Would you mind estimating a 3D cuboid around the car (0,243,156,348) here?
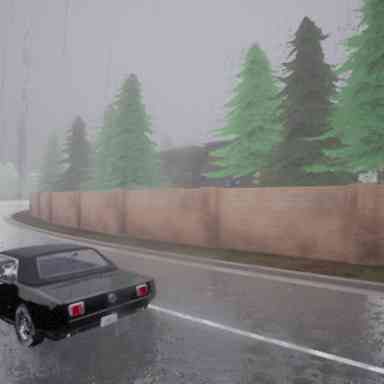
[{"bbox_3d":[-2.978,1.687,6.501,4.718,1.301,1.895,-1,-1,39],"label":"car"}]
